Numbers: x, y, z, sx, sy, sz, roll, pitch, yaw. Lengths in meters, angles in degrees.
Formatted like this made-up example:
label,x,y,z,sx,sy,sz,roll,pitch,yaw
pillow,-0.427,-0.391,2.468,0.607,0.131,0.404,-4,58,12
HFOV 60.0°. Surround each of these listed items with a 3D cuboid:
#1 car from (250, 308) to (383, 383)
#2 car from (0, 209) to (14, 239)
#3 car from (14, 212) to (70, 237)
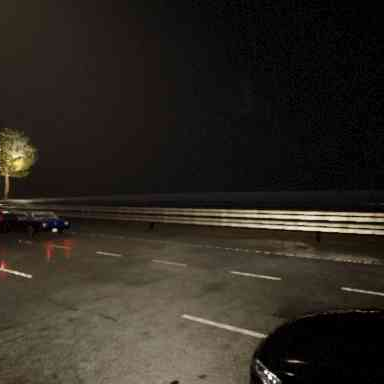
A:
label,x,y,z,sx,sy,sz,roll,pitch,yaw
car,2.734,1.480,2.043,4.902,1.511,2.128,-1,0,35
car,-11.414,1.400,16.411,5.566,2.045,2.150,-1,0,35
car,-9.159,1.777,19.101,4.718,1.301,1.895,-1,0,35
